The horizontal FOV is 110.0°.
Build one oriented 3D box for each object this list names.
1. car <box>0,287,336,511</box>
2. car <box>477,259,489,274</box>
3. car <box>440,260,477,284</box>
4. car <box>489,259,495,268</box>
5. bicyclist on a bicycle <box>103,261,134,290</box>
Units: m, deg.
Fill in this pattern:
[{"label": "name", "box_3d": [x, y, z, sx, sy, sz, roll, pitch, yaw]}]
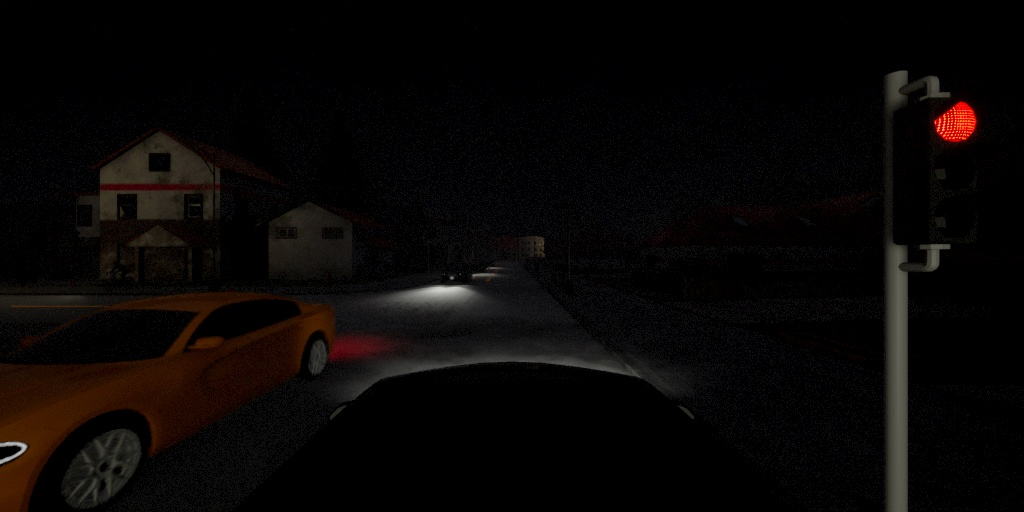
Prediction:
[{"label": "car", "box_3d": [-4.101, 1.227, 4.415, 1.882, 1.535, 5.008, 0, 0, 0]}, {"label": "car", "box_3d": [-4.093, 1.227, 42.361, 1.882, 1.535, 5.008, 0, 0, 0]}, {"label": "car", "box_3d": [-4.096, 1.241, 26.895, 2.128, 1.511, 4.902, 0, 0, 0]}, {"label": "car", "box_3d": [-4.013, 1.227, 62.995, 1.882, 1.535, 5.008, 0, 0, 0]}, {"label": "bicyclist on a bicycle", "box_3d": [-22.538, 1.099, 20.572, 0.582, 1.620, 1.656, 0, 0, 0]}]
